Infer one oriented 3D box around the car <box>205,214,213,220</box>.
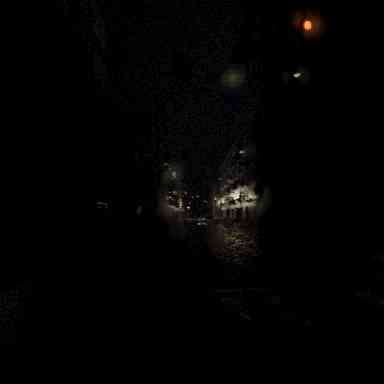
[{"bbox_3d":[5.046,7.182,95.131,1.837,1.490,4.892,-3,-4,0],"label":"car"}]
